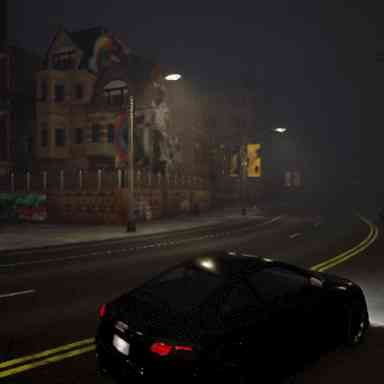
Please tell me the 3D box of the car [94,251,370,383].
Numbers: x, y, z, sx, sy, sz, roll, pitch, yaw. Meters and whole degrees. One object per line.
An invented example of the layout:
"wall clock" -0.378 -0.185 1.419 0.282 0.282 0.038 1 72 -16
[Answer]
"car" 0.795 1.580 4.786 4.181 1.385 1.994 0 0 -40

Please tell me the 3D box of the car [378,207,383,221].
"car" 15.185 1.580 24.816 2.033 1.411 5.357 0 0 23
